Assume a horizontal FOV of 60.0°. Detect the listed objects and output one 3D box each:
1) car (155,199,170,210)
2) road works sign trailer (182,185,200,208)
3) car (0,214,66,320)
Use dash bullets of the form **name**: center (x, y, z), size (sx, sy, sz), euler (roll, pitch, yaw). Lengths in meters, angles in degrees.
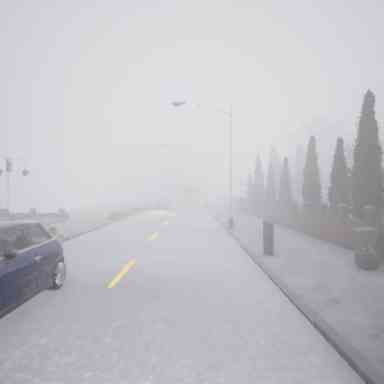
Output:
- **car**: center (-4.090, 1.733, 46.783), size (2.128, 1.511, 4.902), euler (0, 0, 0)
- **road works sign trailer**: center (-0.011, 0.736, 52.344), size (2.380, 3.560, 2.880), euler (0, 0, 0)
- **car**: center (-4.101, 1.385, 6.177), size (2.097, 1.767, 4.553), euler (0, 0, 0)
